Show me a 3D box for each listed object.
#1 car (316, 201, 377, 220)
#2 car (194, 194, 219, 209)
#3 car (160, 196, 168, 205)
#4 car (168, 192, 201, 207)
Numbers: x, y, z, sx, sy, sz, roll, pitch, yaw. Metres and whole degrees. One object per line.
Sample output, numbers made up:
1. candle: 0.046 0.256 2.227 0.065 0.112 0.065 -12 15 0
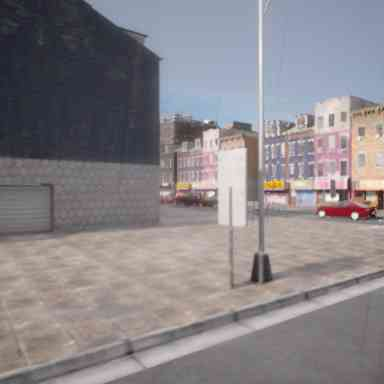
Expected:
1. car: 12.042 1.383 26.231 1.887 1.381 4.507 1 0 -35
2. car: 2.613 1.224 39.541 1.887 1.381 4.507 0 0 -35
3. car: -3.673 1.163 48.416 1.802 1.307 4.206 0 0 -35
4. car: -0.527 0.944 43.977 2.192 1.841 5.009 0 0 -35
